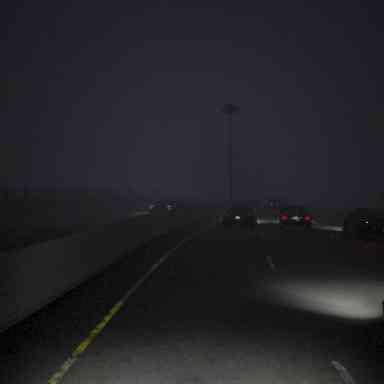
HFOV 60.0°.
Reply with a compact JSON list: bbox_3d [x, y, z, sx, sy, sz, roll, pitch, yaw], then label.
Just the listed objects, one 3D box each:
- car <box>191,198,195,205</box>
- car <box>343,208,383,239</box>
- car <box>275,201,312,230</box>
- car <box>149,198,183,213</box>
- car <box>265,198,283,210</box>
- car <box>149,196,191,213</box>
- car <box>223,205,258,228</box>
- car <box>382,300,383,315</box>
[{"bbox_3d":[-1.282,1.397,49.744,1.882,1.535,5.008,0,0,26],"label":"car"},{"bbox_3d":[9.184,1.520,17.105,1.812,1.442,4.674,0,0,12],"label":"car"},{"bbox_3d":[6.509,1.529,21.192,2.033,1.411,5.357,0,0,15],"label":"car"},{"bbox_3d":[-2.842,1.440,37.779,1.837,1.490,4.892,0,0,22],"label":"car"},{"bbox_3d":[10.418,1.462,41.294,2.163,1.488,4.792,0,0,25],"label":"car"},{"bbox_3d":[-2.083,1.301,29.578,2.097,1.767,4.553,0,0,18],"label":"car"},{"bbox_3d":[3.295,1.537,22.288,1.994,1.385,4.181,0,0,14],"label":"car"},{"bbox_3d":[3.827,1.529,3.283,1.812,1.442,4.674,0,0,3],"label":"car"}]
